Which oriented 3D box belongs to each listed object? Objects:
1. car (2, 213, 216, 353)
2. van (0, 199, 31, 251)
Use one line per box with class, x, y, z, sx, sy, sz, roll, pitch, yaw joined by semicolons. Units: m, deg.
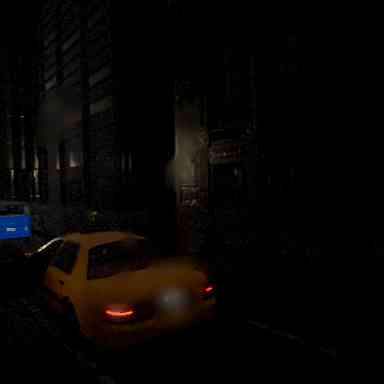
car;-1.889;1.367;6.202;1.801;1.575;5.366;-2;1;-40
van;-8.288;1.235;14.495;1.690;1.788;3.998;-2;1;-40
